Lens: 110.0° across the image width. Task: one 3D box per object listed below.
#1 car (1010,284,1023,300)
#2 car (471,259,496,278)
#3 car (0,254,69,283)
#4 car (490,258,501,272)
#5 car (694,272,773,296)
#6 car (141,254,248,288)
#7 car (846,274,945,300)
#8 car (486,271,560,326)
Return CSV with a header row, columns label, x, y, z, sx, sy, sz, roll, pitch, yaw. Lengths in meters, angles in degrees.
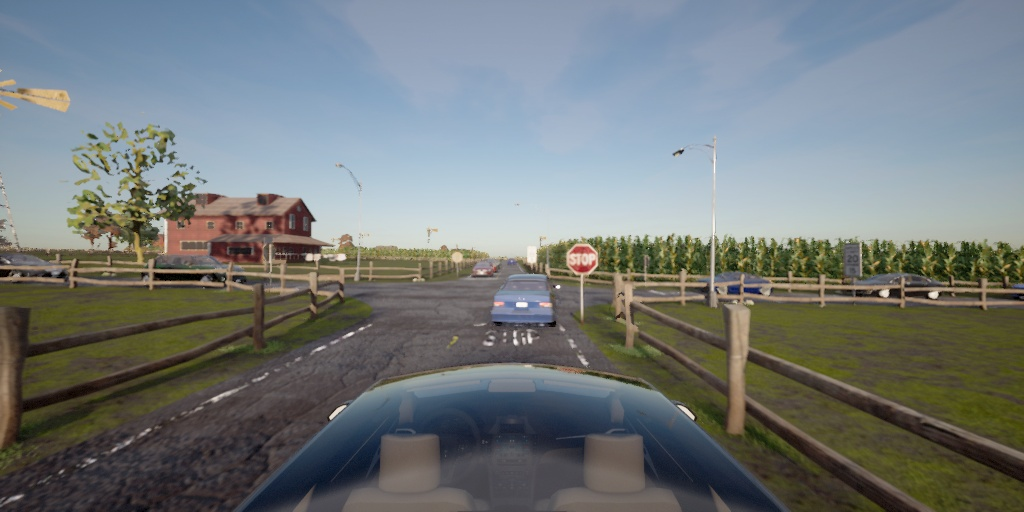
label,x,y,z,sx,sy,sz,roll,pitch,yaw
car,33.881,2.065,21.975,5.008,1.535,1.882,1,-1,1
car,-2.825,1.296,35.088,1.812,1.442,4.674,0,0,-1
car,-27.252,0.623,19.521,4.902,1.511,2.128,1,-1,0
car,-2.853,1.133,44.127,2.097,1.767,4.553,0,0,0
car,13.598,1.683,22.146,4.181,1.385,1.994,1,-1,-1
car,-17.043,0.720,19.441,4.553,1.767,2.097,1,-1,0
car,23.471,1.852,22.063,4.892,1.490,1.837,1,-1,1
car,0.566,1.301,11.720,2.033,1.411,5.357,0,0,7
